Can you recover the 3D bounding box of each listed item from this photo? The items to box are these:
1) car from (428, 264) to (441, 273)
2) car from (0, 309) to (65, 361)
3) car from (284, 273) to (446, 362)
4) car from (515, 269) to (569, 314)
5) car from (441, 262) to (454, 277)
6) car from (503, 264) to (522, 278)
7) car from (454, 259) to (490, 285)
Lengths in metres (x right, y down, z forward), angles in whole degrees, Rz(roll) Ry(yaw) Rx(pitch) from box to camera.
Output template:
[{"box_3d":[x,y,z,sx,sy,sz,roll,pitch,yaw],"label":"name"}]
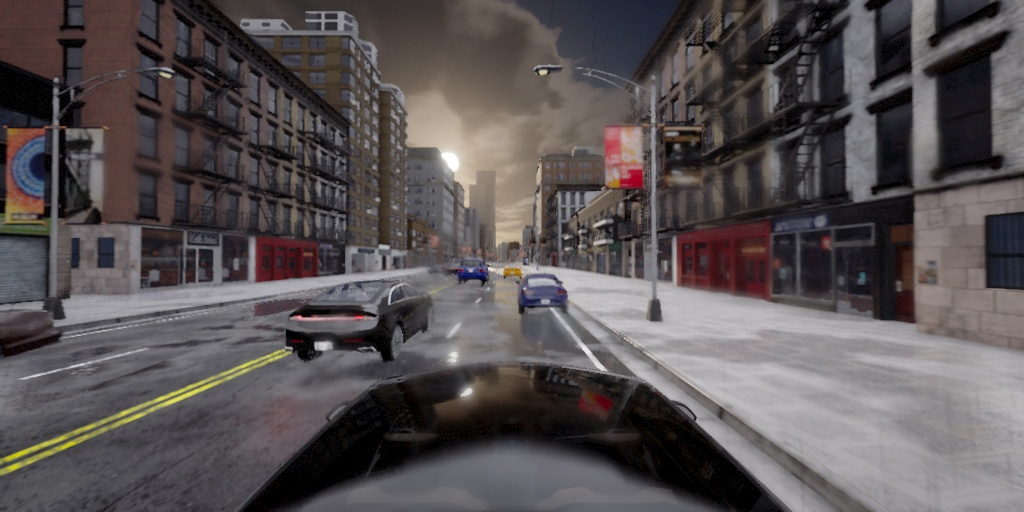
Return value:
[{"box_3d":[-9.822,1.796,47.894,1.994,1.385,4.181,0,-1,0],"label":"car"},{"box_3d":[-9.849,1.329,4.662,2.033,1.411,5.357,0,-1,0],"label":"car"},{"box_3d":[-3.147,1.313,8.422,2.128,1.511,4.902,0,-1,0],"label":"car"},{"box_3d":[1.142,1.412,14.473,1.812,1.442,4.674,0,-1,0],"label":"car"},{"box_3d":[-6.580,1.528,42.465,2.097,1.767,4.553,0,-1,0],"label":"car"},{"box_3d":[0.065,1.622,39.369,1.882,1.535,5.008,0,-1,1],"label":"car"},{"box_3d":[-3.140,1.269,29.961,2.150,2.045,5.566,0,-1,0],"label":"car"}]
